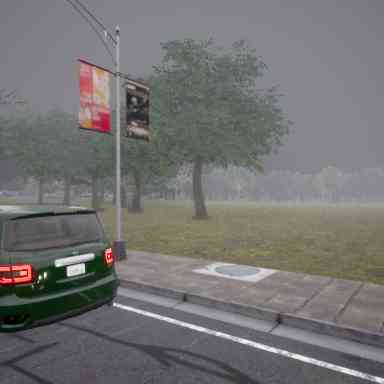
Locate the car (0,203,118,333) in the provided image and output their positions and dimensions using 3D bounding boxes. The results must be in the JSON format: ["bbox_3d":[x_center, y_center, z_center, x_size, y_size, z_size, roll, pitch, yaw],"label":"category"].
[{"bbox_3d":[-3.856,1.235,6.390,5.566,2.045,2.150,0,0,36],"label":"car"}]
